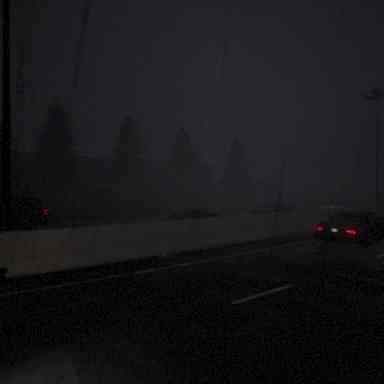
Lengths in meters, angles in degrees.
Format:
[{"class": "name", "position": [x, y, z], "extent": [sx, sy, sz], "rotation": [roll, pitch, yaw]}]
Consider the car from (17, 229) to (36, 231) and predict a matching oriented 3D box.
[{"class": "car", "position": [-10.684, 1.279, 17.896], "extent": [5.566, 2.045, 2.150], "rotation": [0, 0, -37]}]

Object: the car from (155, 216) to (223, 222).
[{"class": "car", "position": [-0.086, 1.594, 17.776], "extent": [4.181, 1.385, 1.994], "rotation": [0, 0, -43]}]

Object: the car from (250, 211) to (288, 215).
[{"class": "car", "position": [7.363, 1.578, 30.366], "extent": [2.033, 1.411, 5.357], "rotation": [0, 0, 42]}]

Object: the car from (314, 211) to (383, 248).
[{"class": "car", "position": [7.390, 1.553, 14.815], "extent": [5.357, 1.411, 2.033], "rotation": [0, 0, -44]}]
